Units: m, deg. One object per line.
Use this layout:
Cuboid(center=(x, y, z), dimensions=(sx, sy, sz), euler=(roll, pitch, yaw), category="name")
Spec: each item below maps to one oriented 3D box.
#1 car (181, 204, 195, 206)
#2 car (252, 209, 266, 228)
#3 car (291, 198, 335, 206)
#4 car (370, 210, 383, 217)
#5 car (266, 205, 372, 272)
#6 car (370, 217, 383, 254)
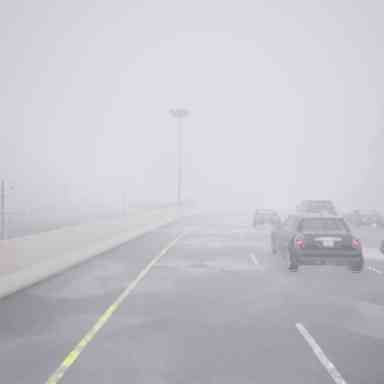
Cuboid(center=(-1.033, 2.012, 59.306), dimensions=(2.150, 2.045, 5.566), euler=(0, -1, 18), category="car")
Cuboid(center=(5.549, 1.944, 25.278), dimensions=(1.895, 1.301, 4.718), euler=(0, -1, 9), category="car")
Cuboid(center=(8.937, 1.556, 24.336), dimensions=(2.150, 2.045, 5.566), euler=(0, 0, 9), category="car")
Cuboid(center=(12.496, 1.938, 24.403), dimensions=(1.895, 1.301, 4.718), euler=(0, -1, 9), category="car")
Cuboid(center=(4.054, 1.510, 11.563), dimensions=(2.097, 1.767, 4.553), euler=(0, -1, 5), category="car")
Cuboid(center=(7.367, 1.680, 9.347), dimensions=(2.033, 1.411, 5.357), euler=(0, -1, 5), category="car")
